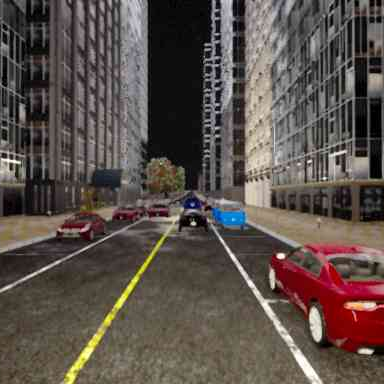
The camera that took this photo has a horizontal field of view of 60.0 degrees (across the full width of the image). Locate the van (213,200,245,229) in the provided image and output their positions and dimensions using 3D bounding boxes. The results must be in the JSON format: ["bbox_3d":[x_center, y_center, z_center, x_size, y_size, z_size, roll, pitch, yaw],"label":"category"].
[{"bbox_3d":[2.675,1.575,23.375,1.690,1.788,3.998,0,-1,0],"label":"van"}]

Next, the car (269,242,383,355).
[{"bbox_3d":[2.686,1.609,6.279,1.887,1.381,4.507,0,-1,0],"label":"car"}]

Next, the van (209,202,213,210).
[{"bbox_3d":[2.671,1.631,29.074,1.690,1.788,3.998,0,-1,0],"label":"van"}]

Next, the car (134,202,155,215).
[{"bbox_3d":[-5.716,1.950,40.463,2.008,1.369,4.403,0,-1,0],"label":"car"}]

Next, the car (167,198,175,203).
[{"bbox_3d":[-5.748,2.404,91.749,1.887,1.381,4.507,0,0,0],"label":"car"}]

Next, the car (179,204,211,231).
[{"bbox_3d":[0.085,1.748,22.204,1.812,1.442,4.674,0,0,0],"label":"car"}]

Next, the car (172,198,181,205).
[{"bbox_3d":[-3.047,2.212,74.511,1.812,1.442,4.674,0,-1,0],"label":"car"}]

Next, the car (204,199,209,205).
[{"bbox_3d":[2.661,2.016,46.167,1.947,1.339,4.313,0,-1,0],"label":"car"}]

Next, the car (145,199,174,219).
[{"bbox_3d":[-3.117,1.804,32.824,1.882,1.535,5.008,0,-1,0],"label":"car"}]

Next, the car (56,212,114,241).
[{"bbox_3d":[-5.702,1.761,17.671,1.802,1.307,4.206,0,-1,0],"label":"car"}]

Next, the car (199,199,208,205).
[{"bbox_3d":[2.643,2.255,74.656,1.887,1.381,4.507,0,-1,0],"label":"car"}]

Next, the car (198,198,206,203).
[{"bbox_3d":[2.633,2.409,91.754,2.008,1.369,4.403,0,0,0],"label":"car"}]

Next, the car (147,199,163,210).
[{"bbox_3d":[-5.723,1.943,51.861,1.967,1.590,4.097,0,-1,0],"label":"car"}]

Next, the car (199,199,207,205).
[{"bbox_3d":[2.640,2.345,80.353,1.802,1.307,4.206,0,0,0],"label":"car"}]

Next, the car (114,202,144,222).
[{"bbox_3d":[-5.709,1.836,29.068,1.887,1.381,4.507,0,-1,0],"label":"car"}]

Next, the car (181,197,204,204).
[{"bbox_3d":[0.074,1.624,40.817,2.150,2.045,5.566,0,0,0],"label":"car"}]
